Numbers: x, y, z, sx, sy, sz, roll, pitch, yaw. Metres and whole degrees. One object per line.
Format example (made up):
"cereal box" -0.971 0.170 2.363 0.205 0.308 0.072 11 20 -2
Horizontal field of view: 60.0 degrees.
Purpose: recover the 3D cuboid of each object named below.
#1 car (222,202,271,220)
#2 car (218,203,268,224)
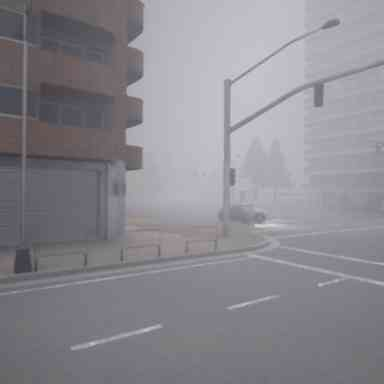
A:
"car" 5.010 1.737 31.319 1.812 1.442 4.674 1 0 -35
"car" 3.961 1.741 26.718 1.994 1.385 4.181 1 0 -35
